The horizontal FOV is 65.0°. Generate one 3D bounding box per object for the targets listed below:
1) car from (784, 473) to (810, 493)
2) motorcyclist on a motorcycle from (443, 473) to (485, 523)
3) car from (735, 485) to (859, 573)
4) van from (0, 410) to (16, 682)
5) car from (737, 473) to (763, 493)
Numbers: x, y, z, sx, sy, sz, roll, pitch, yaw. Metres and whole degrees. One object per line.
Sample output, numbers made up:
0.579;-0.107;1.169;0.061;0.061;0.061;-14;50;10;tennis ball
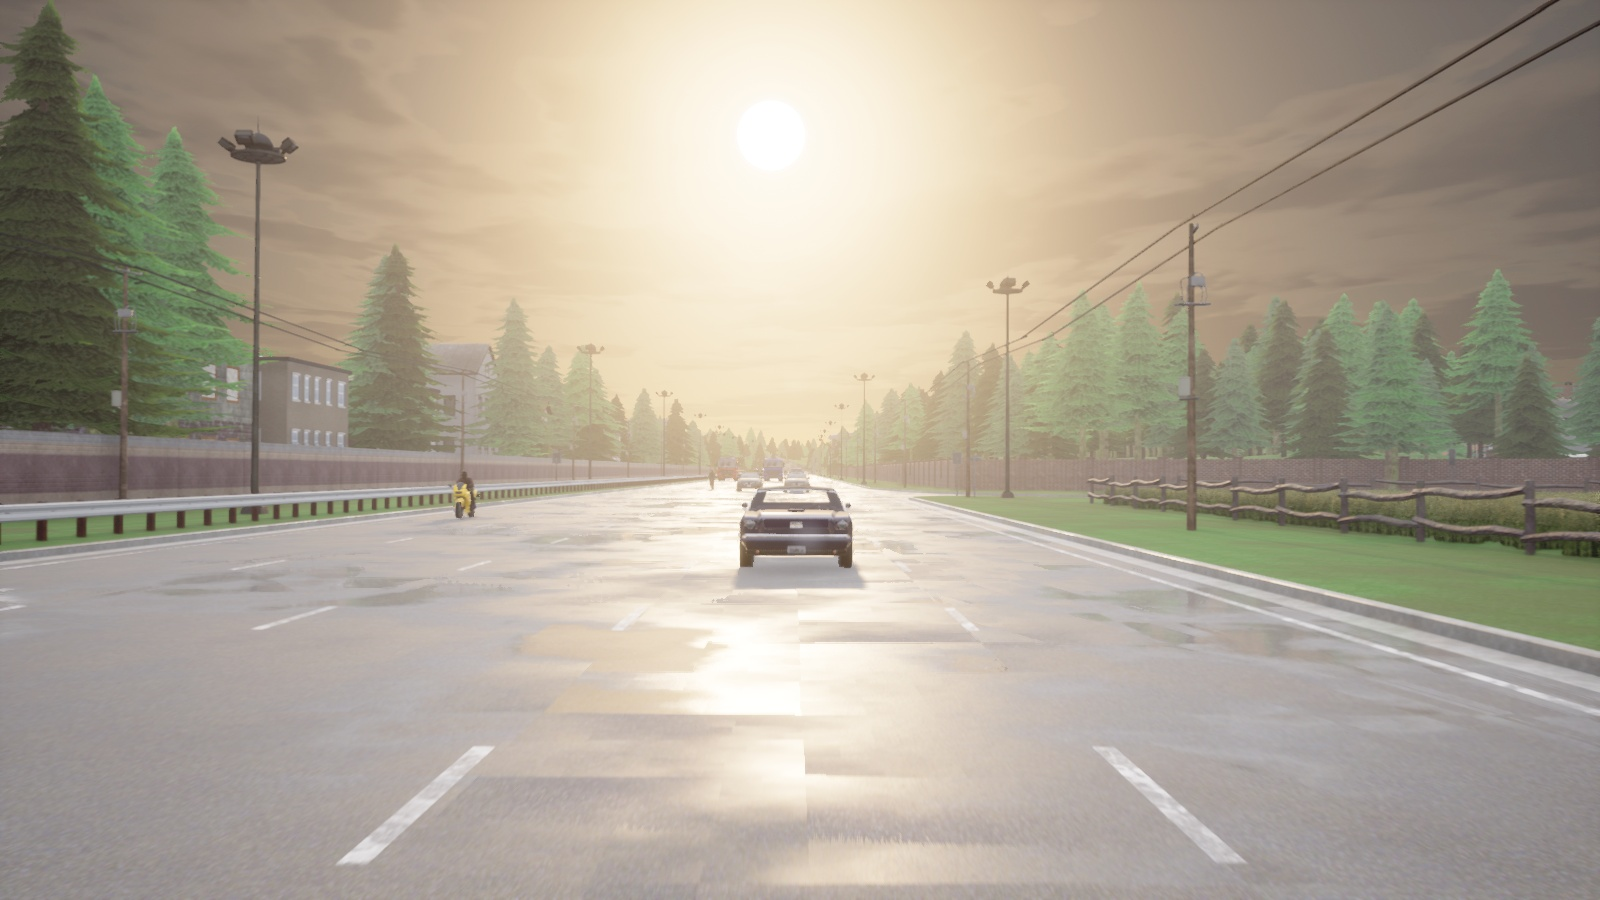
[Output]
-0.223;2.395;92.945;1.812;1.442;4.674;0;-1;0;car
-10.595;1.503;39.688;0.797;1.523;2.044;0;-1;0;motorcyclist on a motorcycle
-0.052;1.278;21.689;1.895;1.301;4.718;0;-1;0;car
-7.019;0.689;7.341;2.069;2.038;4.480;0;-1;0;van
-3.727;2.433;94.339;1.812;1.442;4.674;0;-1;0;car
